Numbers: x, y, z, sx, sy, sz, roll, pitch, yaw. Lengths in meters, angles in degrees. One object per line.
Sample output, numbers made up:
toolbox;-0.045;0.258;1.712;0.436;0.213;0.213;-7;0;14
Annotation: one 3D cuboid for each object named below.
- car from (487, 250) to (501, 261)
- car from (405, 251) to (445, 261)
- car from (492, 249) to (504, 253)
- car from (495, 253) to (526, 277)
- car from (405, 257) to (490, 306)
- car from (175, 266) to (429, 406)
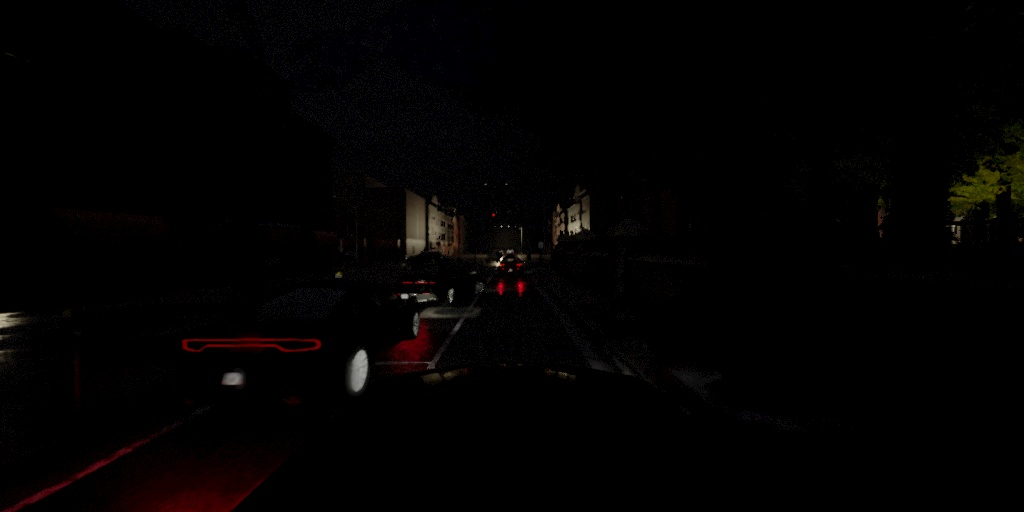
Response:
car;-2.891;0.171;53.140;1.751;1.417;4.829;0;0;0
car;-10.046;0.254;41.557;4.553;1.767;2.097;0;1;1
car;-2.919;-0.154;58.761;2.192;1.841;5.009;0;0;0
car;-0.074;0.731;26.965;1.812;1.442;4.674;0;1;1
car;-2.641;0.988;14.095;1.837;1.490;4.892;0;1;15
car;-3.038;1.127;6.366;1.882;1.535;5.008;0;1;0
